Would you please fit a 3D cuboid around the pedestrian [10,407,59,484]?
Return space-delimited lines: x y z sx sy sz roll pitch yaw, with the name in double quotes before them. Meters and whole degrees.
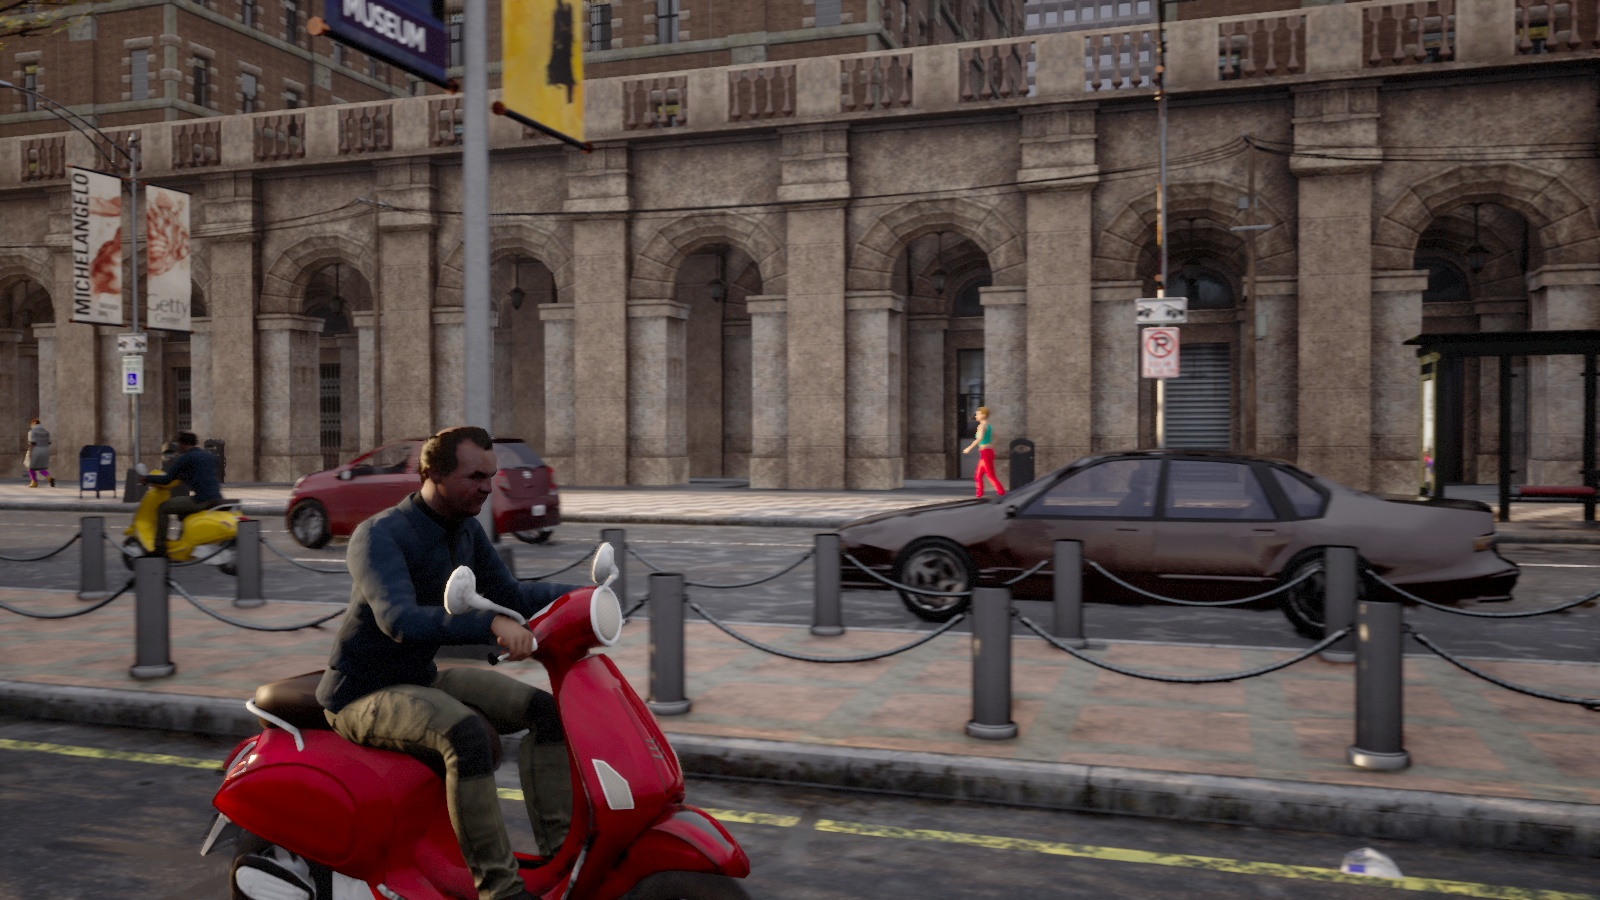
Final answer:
"pedestrian" -19.694 -0.116 32.316 0.873 1.952 0.659 1 1 18

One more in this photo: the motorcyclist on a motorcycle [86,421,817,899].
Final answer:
"motorcyclist on a motorcycle" -0.954 0.719 3.545 1.817 1.590 0.866 1 1 19

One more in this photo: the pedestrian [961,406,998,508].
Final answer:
"pedestrian" 3.275 0.129 22.888 0.594 1.836 0.345 1 1 22

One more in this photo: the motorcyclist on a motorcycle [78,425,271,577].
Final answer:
"motorcyclist on a motorcycle" -6.905 0.529 13.877 1.817 1.590 0.866 1 1 18

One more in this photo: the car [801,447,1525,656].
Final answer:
"car" 2.870 0.714 10.648 5.357 1.411 2.033 0 1 18

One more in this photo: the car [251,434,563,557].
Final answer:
"car" -5.290 0.546 17.014 3.633 1.501 1.845 1 1 18
